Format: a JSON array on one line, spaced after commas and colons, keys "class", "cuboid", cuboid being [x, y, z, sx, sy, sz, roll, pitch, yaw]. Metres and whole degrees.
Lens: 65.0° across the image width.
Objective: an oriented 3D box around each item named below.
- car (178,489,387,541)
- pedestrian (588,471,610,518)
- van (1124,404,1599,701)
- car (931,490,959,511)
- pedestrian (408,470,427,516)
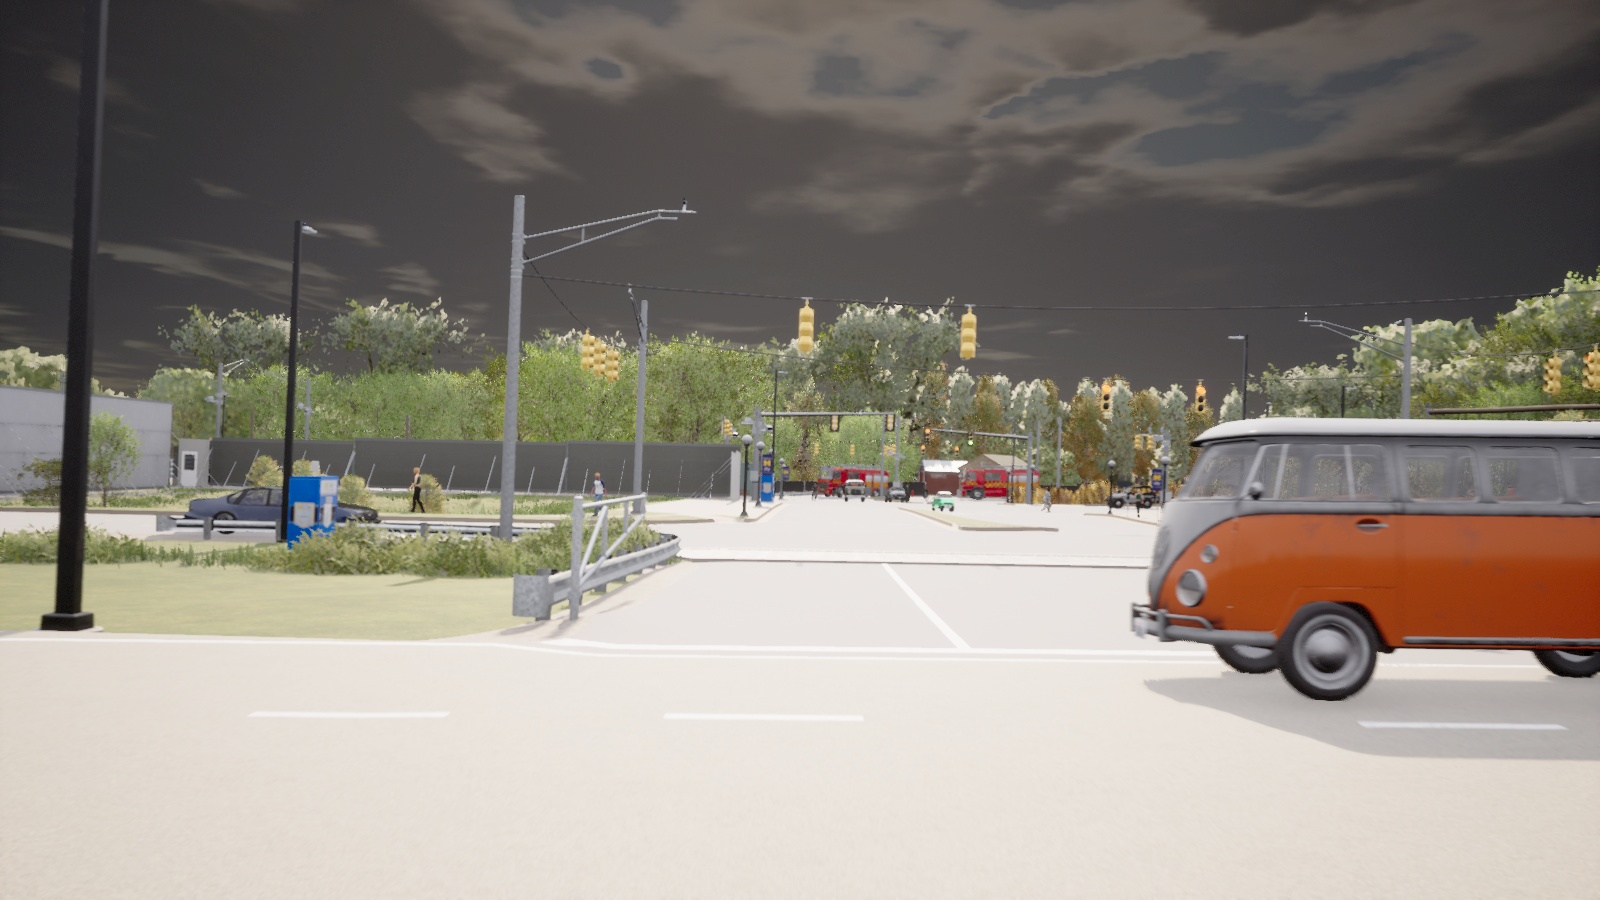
[{"class": "car", "cuboid": [-15.283, 1.906, 37.282, 5.357, 1.411, 2.033, 1, -1, 1]}, {"class": "pedestrian", "cuboid": [-7.983, 1.767, 49.887, 0.354, 1.836, 0.706, 1, -1, 40]}, {"class": "van", "cuboid": [4.865, 0.734, 9.353, 4.442, 1.987, 1.775, 0, -3, 1]}, {"class": "car", "cuboid": [9.887, 3.417, 85.782, 1.481, 1.376, 2.207, 1, -1, -6]}, {"class": "pedestrian", "cuboid": [-15.246, 1.710, 50.049, 0.594, 1.836, 0.345, 2, -1, 1]}]
